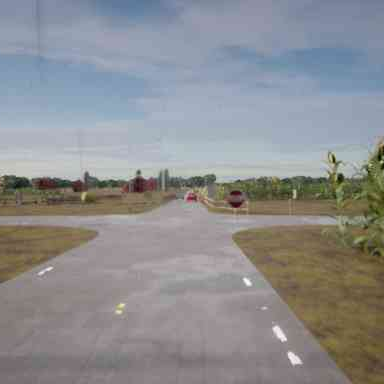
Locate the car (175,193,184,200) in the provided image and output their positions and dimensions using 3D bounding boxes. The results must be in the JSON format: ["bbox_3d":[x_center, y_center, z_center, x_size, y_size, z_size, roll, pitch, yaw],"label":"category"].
[{"bbox_3d":[-2.764,1.012,76.472,2.033,1.411,5.357,0,0,0],"label":"car"}]

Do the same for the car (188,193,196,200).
[{"bbox_3d":[-0.015,1.111,81.455,2.097,1.767,4.553,0,0,0],"label":"car"}]

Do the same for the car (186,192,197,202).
[{"bbox_3d":[-0.013,1.084,71.095,2.150,2.045,5.566,0,0,0],"label":"car"}]
